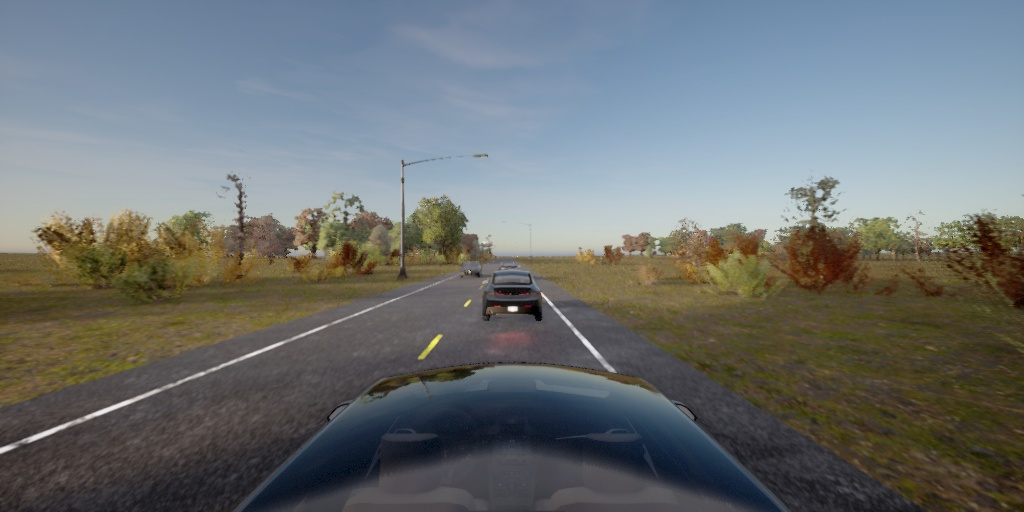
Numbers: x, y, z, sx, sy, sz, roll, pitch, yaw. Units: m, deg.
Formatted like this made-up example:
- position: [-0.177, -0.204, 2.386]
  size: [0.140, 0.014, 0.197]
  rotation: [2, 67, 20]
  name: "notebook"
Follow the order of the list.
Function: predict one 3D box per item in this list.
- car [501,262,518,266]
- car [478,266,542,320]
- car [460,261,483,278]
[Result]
- position: [-0.207, 1.245, 31.788]
  size: [2.128, 1.511, 4.902]
  rotation: [0, 0, -1]
  name: "car"
- position: [0.000, 1.256, 12.617]
  size: [1.837, 1.490, 4.892]
  rotation: [0, 0, -1]
  name: "car"
- position: [-3.836, 1.268, 34.445]
  size: [1.837, 1.490, 4.892]
  rotation: [0, 0, -1]
  name: "car"
